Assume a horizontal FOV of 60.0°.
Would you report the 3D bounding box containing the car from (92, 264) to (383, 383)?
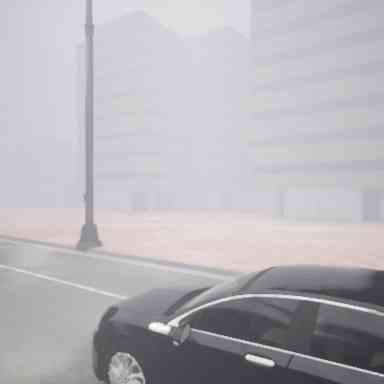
[{"bbox_3d":[1.061,1.506,3.236,4.892,1.490,1.837,0,0,35],"label":"car"}]
